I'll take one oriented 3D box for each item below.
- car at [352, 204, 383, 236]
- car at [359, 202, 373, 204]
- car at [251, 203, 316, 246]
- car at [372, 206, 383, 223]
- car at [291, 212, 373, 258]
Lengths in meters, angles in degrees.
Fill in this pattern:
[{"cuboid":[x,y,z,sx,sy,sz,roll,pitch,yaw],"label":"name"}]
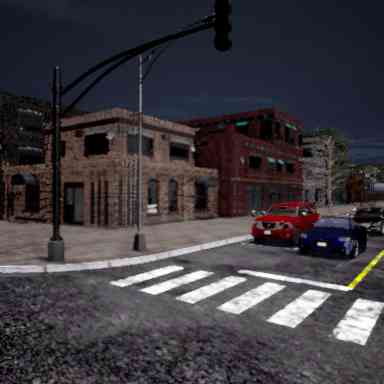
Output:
[{"cuboid":[11.007,1.741,20.611,1.837,1.490,4.892,1,0,36],"label":"car"},{"cuboid":[17.878,1.799,34.374,1.967,1.590,4.097,0,-1,36],"label":"car"},{"cuboid":[4.760,1.465,16.476,2.192,1.841,5.009,0,-1,36],"label":"car"},{"cuboid":[17.108,1.934,28.926,1.895,1.301,4.718,1,0,36],"label":"car"},{"cuboid":[5.854,1.718,13.595,1.994,1.385,4.181,1,0,36],"label":"car"}]
